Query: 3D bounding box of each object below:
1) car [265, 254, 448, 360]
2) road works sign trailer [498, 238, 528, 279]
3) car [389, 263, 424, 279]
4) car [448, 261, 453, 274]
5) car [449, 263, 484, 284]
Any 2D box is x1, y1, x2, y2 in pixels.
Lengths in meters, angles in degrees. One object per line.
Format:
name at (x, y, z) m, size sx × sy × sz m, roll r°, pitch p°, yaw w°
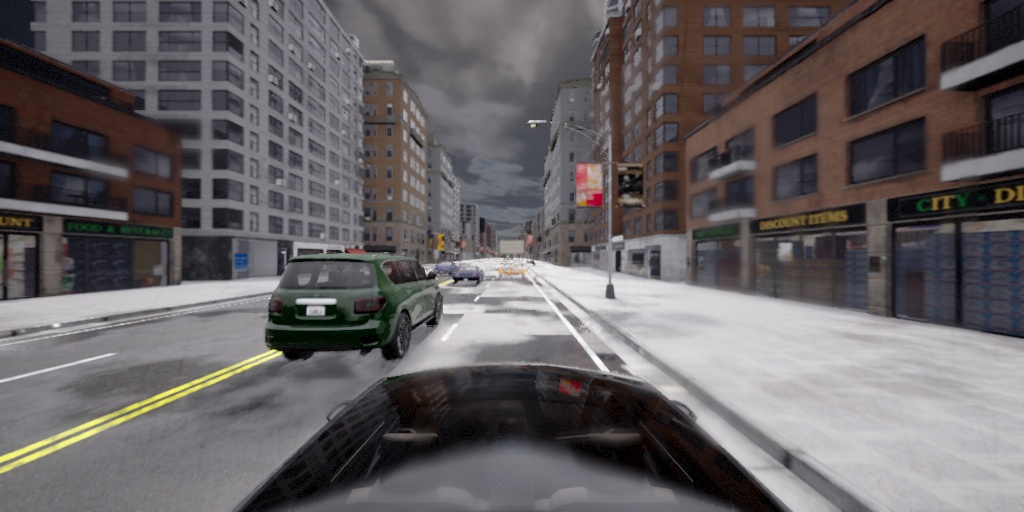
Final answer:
car at (-3.153, 0.969, 8.446) m, size 2.150 × 2.045 × 5.566 m, roll 0°, pitch 0°, yaw 0°
road works sign trailer at (-0.008, 0.200, 32.622) m, size 2.380 × 3.560 × 2.880 m, roll 0°, pitch 0°, yaw 0°
car at (-9.854, 1.337, 33.892) m, size 1.895 × 1.301 × 4.718 m, roll 0°, pitch 0°, yaw 0°
car at (-6.601, 1.260, 35.844) m, size 1.812 × 1.442 × 4.674 m, roll 0°, pitch 0°, yaw 0°
car at (-3.154, 1.339, 26.713) m, size 1.895 × 1.301 × 4.718 m, roll 0°, pitch 0°, yaw 0°
